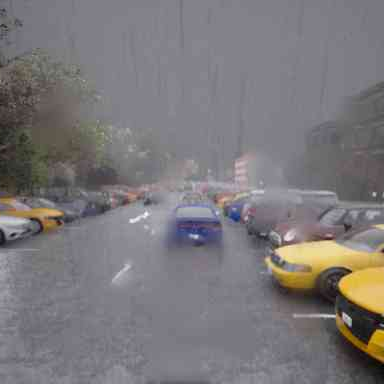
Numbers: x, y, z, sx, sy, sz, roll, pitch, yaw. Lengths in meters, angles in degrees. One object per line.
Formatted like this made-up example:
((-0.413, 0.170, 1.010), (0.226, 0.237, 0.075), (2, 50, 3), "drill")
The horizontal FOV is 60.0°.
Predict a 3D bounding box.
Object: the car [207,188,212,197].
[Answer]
((4.506, 0.523, 40.570), (4.674, 1.452, 2.002), (0, 2, 0), "car")

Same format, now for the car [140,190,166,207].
((-3.623, 0.770, 32.898), (1.895, 1.301, 4.718), (0, 2, 0), "car")

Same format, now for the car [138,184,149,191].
((-8.541, 0.170, 40.533), (5.566, 2.045, 2.435), (0, 2, 0), "car")

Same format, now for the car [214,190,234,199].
((4.707, 0.849, 26.657), (5.366, 1.575, 1.946), (0, 2, 0), "car")

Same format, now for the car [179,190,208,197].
((0.073, 0.809, 30.019), (2.033, 1.411, 5.357), (0, 1, 0), "car")

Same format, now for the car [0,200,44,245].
((-8.548, 1.188, 12.699), (4.674, 1.452, 2.002), (0, 1, 0), "car")

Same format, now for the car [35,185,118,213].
((-8.526, 0.612, 23.829), (5.566, 2.045, 2.435), (0, 1, 0), "car")

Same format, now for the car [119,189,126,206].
((-8.563, 0.757, 29.403), (4.674, 1.452, 2.002), (0, 2, 0), "car")

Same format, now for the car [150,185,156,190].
((-8.551, 0.147, 51.674), (4.792, 1.488, 2.163), (0, 2, 0), "car")

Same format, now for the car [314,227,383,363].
((4.547, 1.419, 4.397), (5.008, 1.535, 2.097), (0, 1, 0), "car")

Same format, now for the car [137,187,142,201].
((-8.573, 0.496, 37.753), (5.008, 1.535, 2.097), (0, 2, 0), "car")

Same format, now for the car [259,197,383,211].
((4.569, 1.157, 9.834), (4.553, 1.767, 2.185), (0, 1, 0), "car")

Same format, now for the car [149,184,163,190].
((-8.615, -0.361, 59.894), (5.566, 2.045, 2.435), (0, 2, 0), "car")

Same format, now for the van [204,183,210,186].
((4.615, -0.123, 54.475), (4.442, 1.987, 1.878), (0, 2, 0), "van")

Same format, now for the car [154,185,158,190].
((-8.588, 0.041, 54.459), (5.008, 1.535, 2.097), (0, 2, 0), "car")

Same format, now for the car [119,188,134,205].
((-8.558, 0.644, 32.186), (5.008, 1.535, 2.097), (0, 2, 0), "car")

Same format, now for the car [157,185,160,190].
((-8.771, -0.036, 57.117), (5.366, 1.575, 1.946), (0, 2, 0), "car")

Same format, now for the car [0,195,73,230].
((-8.553, 1.077, 15.482), (5.008, 1.535, 2.097), (0, 1, 0), "car")

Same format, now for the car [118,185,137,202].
((-8.533, 0.445, 34.966), (4.553, 1.767, 2.185), (0, 2, 0), "car")

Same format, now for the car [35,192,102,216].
((-8.582, 0.964, 21.049), (4.792, 1.488, 2.163), (0, 1, 0), "car")

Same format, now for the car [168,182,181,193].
((-3.558, -0.762, 74.304), (2.150, 2.045, 5.566), (0, 2, 0), "car")

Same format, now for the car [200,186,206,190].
((4.316, 0.252, 48.916), (5.366, 1.575, 1.946), (0, 2, 0), "car")

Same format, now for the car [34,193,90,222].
((-8.557, 1.007, 18.266), (4.892, 1.521, 2.231), (0, 1, 0), "car")

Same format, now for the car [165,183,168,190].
((-8.628, -0.750, 73.938), (5.566, 2.045, 2.435), (0, 2, 0), "car")

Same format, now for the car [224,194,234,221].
((4.524, 1.067, 18.309), (5.008, 1.535, 2.097), (0, 1, 0), "car")

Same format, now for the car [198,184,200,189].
((4.665, -0.439, 73.956), (5.366, 1.575, 1.946), (0, 2, 0), "car")

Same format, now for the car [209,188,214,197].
((4.543, 0.661, 35.005), (4.792, 1.488, 2.163), (0, 2, 0), "car")

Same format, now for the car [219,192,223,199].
((4.522, 0.964, 23.876), (4.674, 1.452, 2.002), (0, 1, 0), "car")

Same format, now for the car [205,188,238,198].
((4.506, 0.180, 51.698), (4.892, 1.521, 2.231), (0, 2, 0), "car")

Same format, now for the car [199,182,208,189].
((4.524, -0.225, 57.256), (5.566, 2.045, 2.435), (0, 2, 0), "car")

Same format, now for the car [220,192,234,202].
((4.532, 0.996, 21.092), (5.008, 1.535, 2.097), (0, 1, 0), "car")

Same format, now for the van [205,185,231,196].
((4.609, -0.273, 59.915), (4.442, 1.987, 1.878), (0, 2, 0), "van")

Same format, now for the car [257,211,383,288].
((4.354, 1.346, 7.179), (5.366, 1.575, 1.946), (0, 1, 0), "car")

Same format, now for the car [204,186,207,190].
((4.498, 0.333, 46.134), (4.892, 1.521, 2.231), (0, 2, 0), "car")

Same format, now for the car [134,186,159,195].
((-8.558, -0.316, 62.806), (4.553, 1.767, 2.185), (0, 2, 0), "car")

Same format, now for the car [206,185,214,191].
((4.539, 0.283, 43.347), (4.553, 1.767, 2.185), (0, 2, 0), "car")

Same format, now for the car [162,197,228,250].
((0.082, 1.184, 12.811), (1.882, 1.535, 5.008), (0, 1, 0), "car")

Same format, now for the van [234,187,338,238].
((4.416, 0.912, 15.521), (4.442, 1.987, 1.878), (0, 1, 0), "van")

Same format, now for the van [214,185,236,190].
((4.635, 0.482, 32.153), (4.442, 1.987, 1.878), (0, 1, 0), "van")
